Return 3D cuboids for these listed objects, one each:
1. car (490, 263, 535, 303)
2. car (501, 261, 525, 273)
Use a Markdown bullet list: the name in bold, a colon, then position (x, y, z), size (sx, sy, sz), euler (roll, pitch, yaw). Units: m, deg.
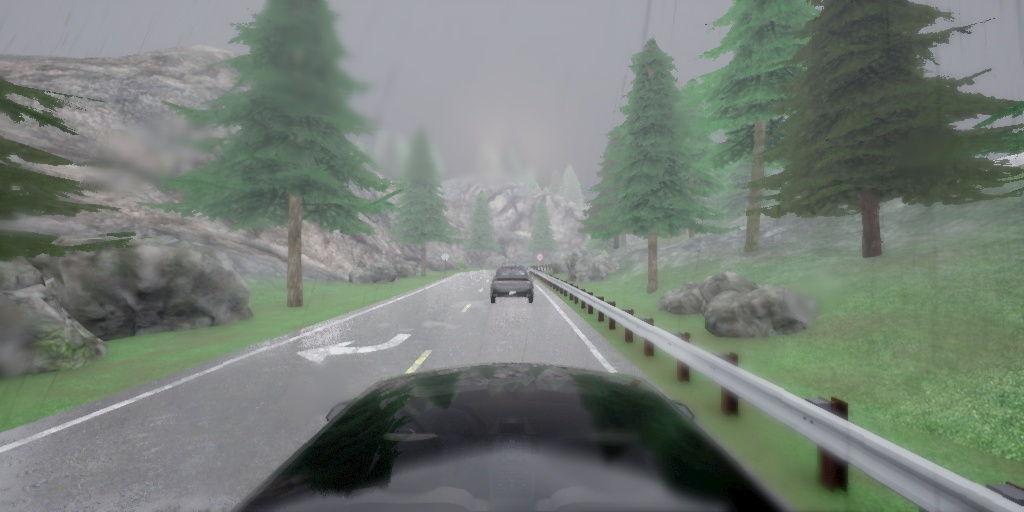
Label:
- **car**: position (-0.004, 1.246, 16.507), size (2.128, 1.511, 4.902), euler (0, 0, 0)
- **car**: position (0.184, 1.369, 46.140), size (1.895, 1.301, 4.718), euler (0, 0, 17)
